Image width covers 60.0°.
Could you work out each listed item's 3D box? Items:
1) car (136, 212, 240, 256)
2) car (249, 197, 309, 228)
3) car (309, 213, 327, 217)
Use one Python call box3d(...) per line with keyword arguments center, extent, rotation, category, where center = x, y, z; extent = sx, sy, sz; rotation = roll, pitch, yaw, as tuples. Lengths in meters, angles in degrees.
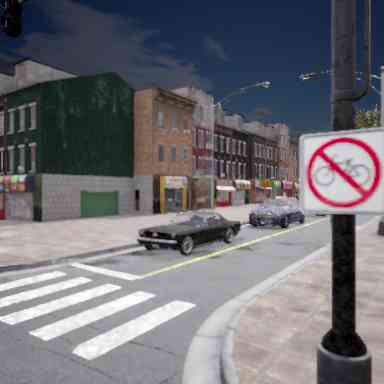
box3d(center=(0.031, 1.480, 13.006), extent=(1.895, 1.301, 4.718), rotation=(0, 1, 35), category="car")
box3d(center=(5.240, 1.110, 20.310), extent=(2.097, 1.767, 4.553), rotation=(0, 1, 35), category="car")
box3d(center=(10.507, 1.121, 27.686), extent=(1.882, 1.535, 5.008), rotation=(0, 1, 35), category="car")
